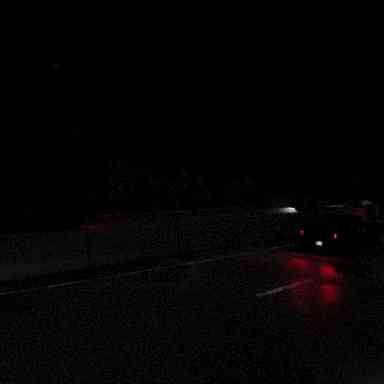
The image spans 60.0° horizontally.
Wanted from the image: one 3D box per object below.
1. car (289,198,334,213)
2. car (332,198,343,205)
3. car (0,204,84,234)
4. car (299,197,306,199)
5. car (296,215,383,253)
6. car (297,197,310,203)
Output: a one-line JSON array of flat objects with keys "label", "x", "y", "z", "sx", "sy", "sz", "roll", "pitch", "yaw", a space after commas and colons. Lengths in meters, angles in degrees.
[{"label": "car", "x": 10.480, "y": 1.563, "z": 28.965, "sx": 1.837, "sy": 1.490, "sz": 4.892, "roll": 0, "pitch": 0, "yaw": 38}, {"label": "car", "x": 28.030, "y": 1.783, "z": 64.701, "sx": 2.033, "sy": 1.411, "sz": 5.357, "roll": 0, "pitch": 0, "yaw": 15}, {"label": "car", "x": -8.879, "y": 1.512, "z": 19.432, "sx": 4.892, "sy": 1.490, "sz": 1.837, "roll": 0, "pitch": 0, "yaw": -39}, {"label": "car", "x": 14.912, "y": 1.649, "z": 41.663, "sx": 1.812, "sy": 1.442, "sz": 4.674, "roll": 0, "pitch": 0, "yaw": 29}, {"label": "car", "x": 6.378, "y": 1.614, "z": 13.902, "sx": 4.718, "sy": 1.301, "sz": 1.895, "roll": 0, "pitch": 0, "yaw": -42}, {"label": "car", "x": 26.824, "y": 1.907, "z": 80.114, "sx": 1.994, "sy": 1.385, "sz": 4.181, "roll": 0, "pitch": 0, "yaw": 6}]
